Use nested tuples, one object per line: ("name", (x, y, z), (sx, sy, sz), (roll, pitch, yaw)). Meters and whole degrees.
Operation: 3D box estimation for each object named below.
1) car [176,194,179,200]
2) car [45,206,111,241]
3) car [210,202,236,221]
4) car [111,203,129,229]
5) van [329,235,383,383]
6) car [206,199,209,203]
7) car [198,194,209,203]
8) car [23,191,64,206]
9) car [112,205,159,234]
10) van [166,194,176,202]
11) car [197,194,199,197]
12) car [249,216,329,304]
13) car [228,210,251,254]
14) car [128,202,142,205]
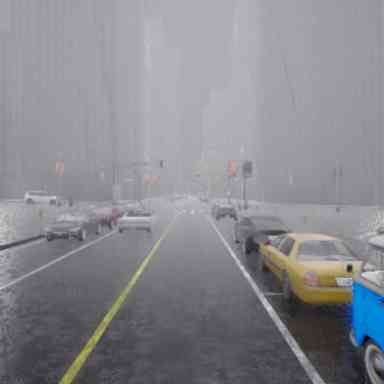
("car", (-5.420, 1.857, 91.764), (1.947, 1.339, 4.313), (0, 0, 1))
("car", (-5.761, 1.598, 16.639), (2.008, 1.369, 4.403), (0, 0, 0))
("car", (2.765, 1.632, 27.976), (2.008, 1.369, 4.403), (0, 0, 0))
("car", (-5.760, 1.608, 22.083), (1.887, 1.381, 4.507), (0, 0, 0))
("van", (2.765, 1.349, 2.579), (1.690, 1.788, 3.998), (0, 0, 0))
("car", (2.765, 1.647, 32.969), (2.008, 1.369, 4.403), (0, 0, 0))
("car", (2.955, 1.785, 75.151), (2.008, 1.369, 4.403), (0, 0, 1))
("car", (-21.621, 0.929, 48.611), (5.566, 2.045, 2.150), (2, 0, 0))
("car", (-3.097, 1.657, 19.799), (1.895, 1.301, 4.718), (0, 0, 0))
("van", (-5.519, 1.594, 80.740), (1.690, 1.788, 3.998), (0, 0, 1))
("car", (3.055, 1.823, 86.177), (2.008, 1.369, 4.403), (0, 0, 1))
("car", (2.765, 1.548, 8.161), (1.752, 1.417, 4.829), (0, 0, 0))
("car", (2.765, 1.604, 13.405), (1.947, 1.339, 4.313), (0, 0, 0))
("car", (-5.760, 1.647, 32.972), (2.008, 1.369, 4.403), (0, 0, 0))
